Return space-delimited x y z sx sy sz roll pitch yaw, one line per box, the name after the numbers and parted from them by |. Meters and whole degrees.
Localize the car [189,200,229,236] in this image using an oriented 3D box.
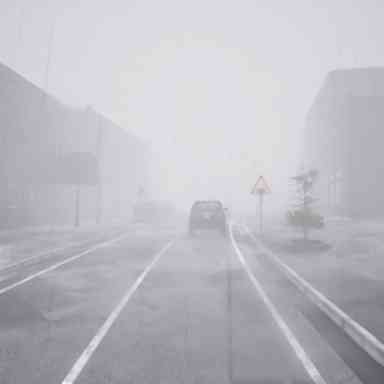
1.058 1.542 20.857 2.150 2.045 5.566 0 -2 5 | car

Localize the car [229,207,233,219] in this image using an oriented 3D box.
3.688 2.352 39.090 2.128 1.511 4.902 -1 -2 11 | car
